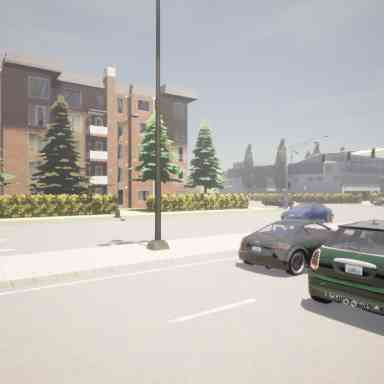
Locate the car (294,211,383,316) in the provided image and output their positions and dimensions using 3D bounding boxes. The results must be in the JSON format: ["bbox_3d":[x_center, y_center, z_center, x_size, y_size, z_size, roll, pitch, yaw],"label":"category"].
[{"bbox_3d":[4.505,1.352,6.944,4.553,1.767,2.097,0,0,-36],"label":"car"}]

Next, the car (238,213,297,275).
[{"bbox_3d":[3.445,1.564,10.479,4.181,1.385,1.994,0,0,-36],"label":"car"}]

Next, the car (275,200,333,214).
[{"bbox_3d":[8.436,1.525,24.166,4.674,1.442,1.812,0,0,-36],"label":"car"}]

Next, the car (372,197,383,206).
[{"bbox_3d":[30.324,1.492,51.511,4.902,1.511,2.128,0,0,-12],"label":"car"}]

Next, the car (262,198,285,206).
[{"bbox_3d":[12.825,1.601,50.218,1.895,1.301,4.718,0,0,-34],"label":"car"}]

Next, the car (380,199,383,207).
[{"bbox_3d":[11.496,1.352,16.264,4.553,1.767,2.097,0,0,-36],"label":"car"}]
